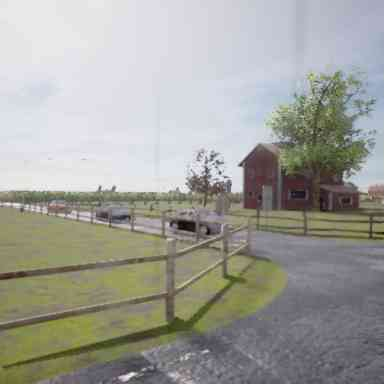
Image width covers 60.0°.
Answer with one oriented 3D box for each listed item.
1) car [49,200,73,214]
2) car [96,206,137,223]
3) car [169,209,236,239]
[{"bbox_3d":[-17.346,1.892,43.973,2.097,1.767,4.553,2,-1,-35],"label":"car"},{"bbox_3d":[-6.810,1.927,29.417,2.033,1.411,5.357,2,-2,-36],"label":"car"},{"bbox_3d":[0.508,1.754,19.311,2.128,1.511,4.902,2,-1,-35],"label":"car"}]
